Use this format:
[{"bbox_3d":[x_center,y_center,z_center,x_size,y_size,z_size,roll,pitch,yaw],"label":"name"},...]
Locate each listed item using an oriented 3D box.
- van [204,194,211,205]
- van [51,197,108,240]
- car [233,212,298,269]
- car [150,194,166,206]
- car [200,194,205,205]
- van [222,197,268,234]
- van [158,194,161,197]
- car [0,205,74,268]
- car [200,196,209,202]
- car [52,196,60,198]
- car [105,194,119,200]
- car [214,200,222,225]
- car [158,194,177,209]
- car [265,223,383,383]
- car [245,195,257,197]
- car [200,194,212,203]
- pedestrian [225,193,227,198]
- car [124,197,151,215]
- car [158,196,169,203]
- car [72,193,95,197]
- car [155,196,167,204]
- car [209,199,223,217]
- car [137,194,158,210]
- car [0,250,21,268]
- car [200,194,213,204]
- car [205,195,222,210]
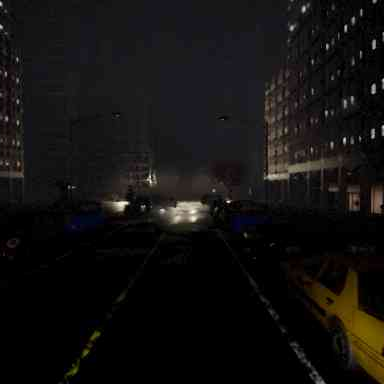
[{"bbox_3d":[2.685,1.311,39.063,1.690,1.788,3.998,-1,0,0],"label":"van"},{"bbox_3d":[-5.702,1.329,16.564,1.690,1.788,3.998,-1,0,0],"label":"van"},{"bbox_3d":[2.681,1.558,10.936,1.947,1.339,4.313,-1,0,0],"label":"car"},{"bbox_3d":[-5.691,1.271,55.942,2.192,1.841,5.009,-1,0,0],"label":"car"},{"bbox_3d":[2.694,1.500,55.939,1.887,1.381,4.507,-1,0,0],"label":"car"},{"bbox_3d":[2.678,1.329,16.561,1.690,1.788,3.998,-1,0,0],"label":"van"},{"bbox_3d":[-5.692,1.301,50.316,1.690,1.788,3.998,-1,0,0],"label":"van"},{"bbox_3d":[-5.702,1.432,10.938,1.967,1.590,4.097,-1,0,0],"label":"car"},{"bbox_3d":[2.701,1.522,72.816,1.802,1.307,4.206,-1,0,0],"label":"car"},{"bbox_3d":[-33.082,1.636,83.550,4.097,1.590,1.967,0,1,-5],"label":"car"},{"bbox_3d":[-22.516,1.385,92.949,4.097,1.590,1.967,0,1,-5],"label":"car"},{"bbox_3d":[2.684,1.509,22.356,1.752,1.417,4.829,-1,0,0],"label":"car"},{"bbox_3d":[-3.070,1.442,45.038,1.882,1.535,5.008,0,0,0],"label":"car"},{"bbox_3d":[2.679,1.521,5.481,1.752,1.417,4.829,-1,0,0],"label":"car"},{"bbox_3d":[16.155,1.473,88.088,4.313,1.339,1.947,0,1,-5],"label":"car"},{"bbox_3d":[2.693,1.261,67.190,2.192,1.841,5.009,-1,0,0],"label":"car"},{"bbox_3d":[8.160,1.109,79.962,0.375,1.860,0.375,-1,1,0],"label":"pedestrian"},{"bbox_3d":[-5.693,1.525,33.440,2.008,1.369,4.403,-1,0,0],"label":"car"},{"bbox_3d":[-5.683,1.471,67.023,1.752,1.417,4.829,-1,0,0],"label":"car"},{"bbox_3d":[-27.464,1.729,84.071,4.313,1.339,1.947,0,1,-5],"label":"car"},{"bbox_3d":[-5.684,1.533,61.568,1.802,1.307,4.206,-1,0,0],"label":"car"},{"bbox_3d":[2.686,1.561,27.812,1.802,1.307,4.206,-1,0,0],"label":"car"},{"bbox_3d":[-5.696,1.284,39.065,2.192,1.841,5.009,-1,0,0],"label":"car"},{"bbox_3d":[-3.099,1.504,1.734,1.837,1.490,4.892,0,0,0],"label":"car"},{"bbox_3d":[2.691,1.266,61.565,2.192,1.841,5.009,-1,0,0],"label":"car"},{"bbox_3d":[2.685,1.414,33.438,1.967,1.590,4.097,-1,0,0],"label":"car"}]
